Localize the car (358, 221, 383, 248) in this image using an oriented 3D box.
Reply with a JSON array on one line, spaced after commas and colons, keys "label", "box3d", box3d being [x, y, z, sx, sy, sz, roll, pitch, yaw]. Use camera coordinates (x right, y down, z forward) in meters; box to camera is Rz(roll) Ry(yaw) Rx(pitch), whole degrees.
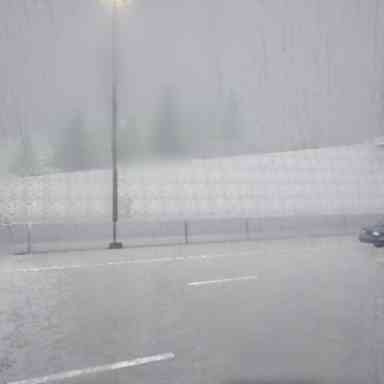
[{"label": "car", "box3d": [9.826, 1.757, 14.525, 5.357, 1.411, 2.033, 0, -1, -22]}]
